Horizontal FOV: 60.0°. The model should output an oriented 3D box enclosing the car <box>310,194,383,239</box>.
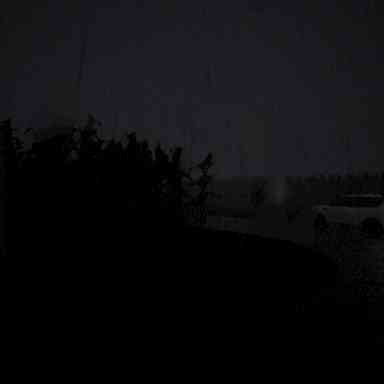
[{"bbox_3d":[8.571,1.117,16.958,2.150,2.045,5.566,0,0,-22],"label":"car"}]
